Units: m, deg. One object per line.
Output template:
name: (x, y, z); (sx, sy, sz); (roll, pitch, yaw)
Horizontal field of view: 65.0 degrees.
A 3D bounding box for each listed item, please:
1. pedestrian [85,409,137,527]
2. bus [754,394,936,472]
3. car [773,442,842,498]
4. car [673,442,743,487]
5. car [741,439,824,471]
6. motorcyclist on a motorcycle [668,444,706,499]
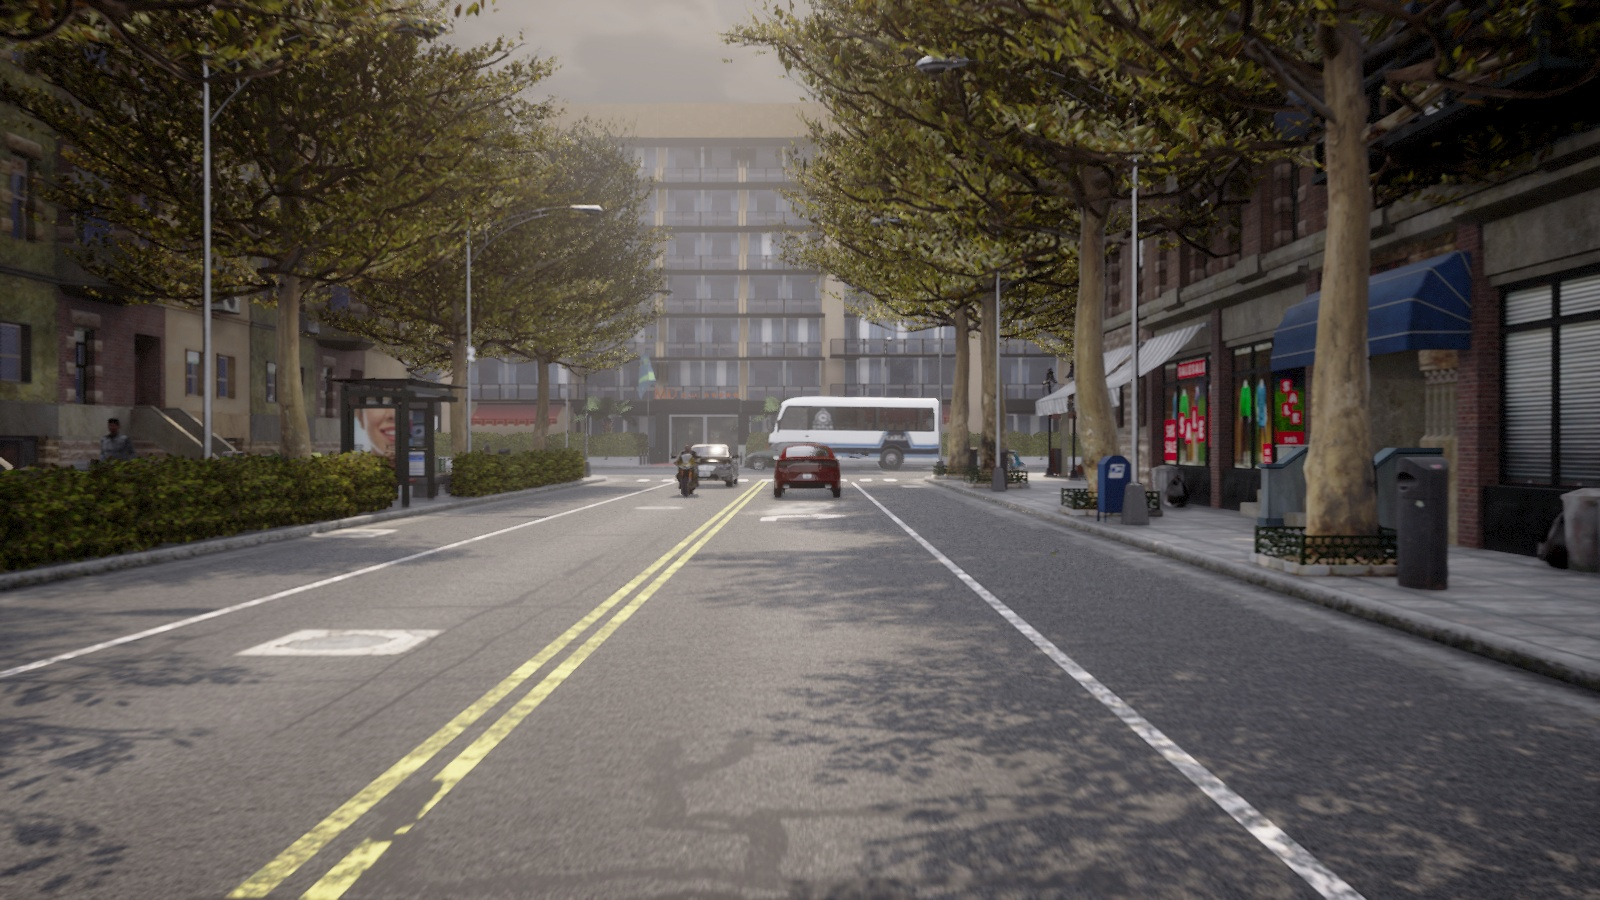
pedestrian: (-11.617, 0.294, 21.182); (0.423, 1.949, 0.788); (0, 0, 1)
bus: (2.567, -0.975, 73.606); (10.273, 4.253, 3.944); (1, 0, 0)
car: (0.224, 0.549, 37.130); (1.882, 1.535, 5.008); (0, 0, 0)
car: (-3.227, 0.487, 45.078); (2.128, 1.511, 4.902); (0, 0, 0)
car: (-0.972, 0.273, 70.161); (4.553, 1.767, 2.097); (0, 0, 0)
motorcyclist on a motorcycle: (-3.261, 0.607, 36.441); (0.866, 1.530, 2.191); (0, 1, 0)
